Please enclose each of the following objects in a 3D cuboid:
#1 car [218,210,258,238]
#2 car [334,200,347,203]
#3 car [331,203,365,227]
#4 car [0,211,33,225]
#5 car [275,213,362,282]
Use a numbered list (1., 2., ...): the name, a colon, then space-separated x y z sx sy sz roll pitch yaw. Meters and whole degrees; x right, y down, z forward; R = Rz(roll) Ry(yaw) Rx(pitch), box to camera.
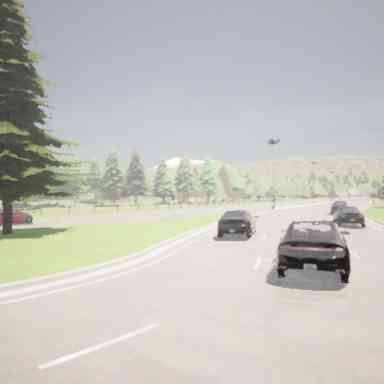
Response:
1. car: 2.767 1.817 19.742 1.837 1.490 4.892 -1 -1 16
2. car: 18.438 1.831 41.334 2.097 1.767 4.553 -1 -1 24
3. car: 11.828 1.813 25.165 1.812 1.442 4.674 -1 -1 18
4. car: -16.524 2.300 29.678 4.181 1.385 1.994 0 -1 -41
5. car: 3.762 1.628 10.313 2.128 1.511 4.902 -1 -1 22
